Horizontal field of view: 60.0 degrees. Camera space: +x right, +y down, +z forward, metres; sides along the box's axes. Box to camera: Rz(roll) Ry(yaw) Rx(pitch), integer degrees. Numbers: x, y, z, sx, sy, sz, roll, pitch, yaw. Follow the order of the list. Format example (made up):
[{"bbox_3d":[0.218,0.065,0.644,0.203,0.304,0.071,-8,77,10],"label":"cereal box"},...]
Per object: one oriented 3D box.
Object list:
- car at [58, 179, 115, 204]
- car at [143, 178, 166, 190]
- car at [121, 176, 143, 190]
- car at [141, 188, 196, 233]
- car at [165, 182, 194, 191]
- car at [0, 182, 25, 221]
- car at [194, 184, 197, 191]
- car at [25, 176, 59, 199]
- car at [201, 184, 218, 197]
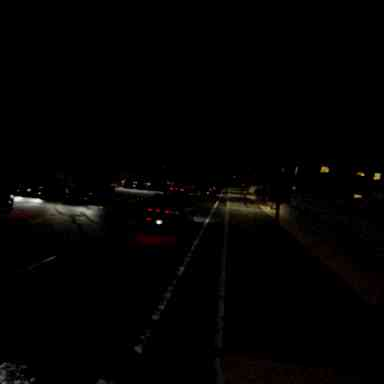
[{"bbox_3d":[-6.838,-0.133,22.806,1.882,1.535,5.008,6,3,6],"label":"car"},{"bbox_3d":[-4.438,-1.006,43.363,2.097,1.767,4.553,6,3,7],"label":"car"},{"bbox_3d":[-7.652,-1.347,43.708,2.097,1.767,4.553,6,3,7],"label":"car"},{"bbox_3d":[-0.994,0.838,15.502,1.837,1.490,4.892,6,3,7],"label":"car"},{"bbox_3d":[-1.474,-0.366,40.391,2.033,1.411,5.357,6,3,7],"label":"car"},{"bbox_3d":[-8.142,0.323,11.234,1.837,1.490,4.892,6,3,6],"label":"car"},{"bbox_3d":[-0.346,-0.773,50.781,1.812,1.442,4.674,6,3,6],"label":"car"},{"bbox_3d":[-10.079,-0.383,22.994,1.994,1.385,4.181,6,3,6],"label":"car"},{"bbox_3d":[2.309,-0.229,44.613,1.837,1.490,4.892,6,3,6],"label":"car"}]
